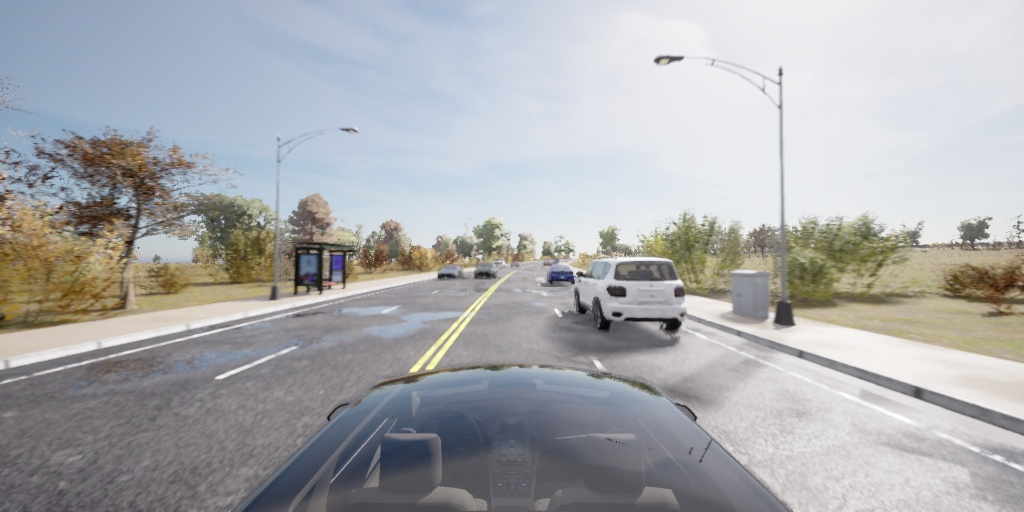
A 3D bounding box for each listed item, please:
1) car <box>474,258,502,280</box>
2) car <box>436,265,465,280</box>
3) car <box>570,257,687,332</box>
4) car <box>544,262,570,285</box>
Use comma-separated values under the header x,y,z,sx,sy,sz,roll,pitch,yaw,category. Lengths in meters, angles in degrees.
x,y,z,sx,sy,sz,roll,pitch,yaw,category
-2.515,1.393,35.909,2.097,1.767,4.553,0,0,3,car
-5.833,1.576,34.922,2.033,1.411,5.357,0,0,3,car
3.424,1.067,11.399,2.150,2.045,5.566,0,0,1,car
3.898,1.477,29.446,1.882,1.535,5.008,0,0,2,car
